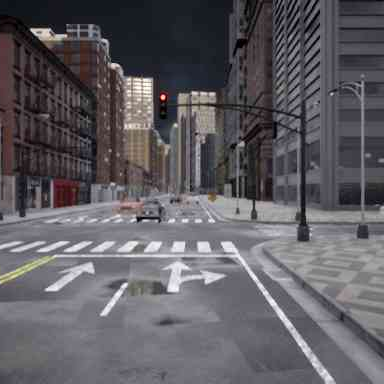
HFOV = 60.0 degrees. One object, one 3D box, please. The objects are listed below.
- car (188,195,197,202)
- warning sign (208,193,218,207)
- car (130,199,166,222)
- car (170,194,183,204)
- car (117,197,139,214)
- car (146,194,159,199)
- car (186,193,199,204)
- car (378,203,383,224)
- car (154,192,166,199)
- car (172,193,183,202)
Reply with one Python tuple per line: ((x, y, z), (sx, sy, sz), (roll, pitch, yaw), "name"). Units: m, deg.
((0.094, 1.363, 72.960), (2.033, 1.411, 5.357), (0, 0, 0), "car")
((2.908, 1.085, 46.443), (1.300, 1.860, 1.060), (0, 0, 0), "warning sign")
((-3.117, 1.538, 25.866), (2.033, 1.411, 5.357), (0, 0, 0), "car")
((-3.126, 1.455, 62.629), (1.837, 1.490, 4.892), (0, 0, 1), "car")
((-6.553, 1.335, 35.347), (2.097, 1.767, 4.553), (0, 0, 0), "car")
((-6.522, 1.466, 52.557), (1.837, 1.490, 4.892), (0, 0, 0), "car")
((0.127, 1.172, 62.456), (2.150, 2.045, 5.566), (0, 0, 0), "car")
((13.403, 1.227, 18.357), (5.566, 2.045, 2.150), (0, 0, 4), "car")
((-6.413, 0.784, 67.934), (2.150, 2.045, 5.566), (0, 0, 0), "car")
((-3.156, 1.179, 72.934), (2.097, 1.767, 4.553), (0, 0, 0), "car")
